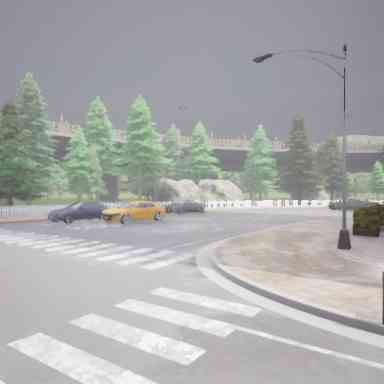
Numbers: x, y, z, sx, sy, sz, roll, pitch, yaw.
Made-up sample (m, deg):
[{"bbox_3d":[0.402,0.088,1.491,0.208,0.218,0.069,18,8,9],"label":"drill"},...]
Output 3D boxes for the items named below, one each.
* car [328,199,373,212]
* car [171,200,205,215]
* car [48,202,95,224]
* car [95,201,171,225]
[{"bbox_3d":[17.733,1.494,37.887,4.181,1.385,1.994,0,0,-8],"label":"car"},{"bbox_3d":[-0.737,1.471,32.301,4.181,1.385,1.994,0,0,-42],"label":"car"},{"bbox_3d":[-7.927,1.432,23.909,1.812,1.442,4.674,0,0,38],"label":"car"},{"bbox_3d":[-4.001,1.390,23.397,1.882,1.535,5.008,0,0,38],"label":"car"}]
